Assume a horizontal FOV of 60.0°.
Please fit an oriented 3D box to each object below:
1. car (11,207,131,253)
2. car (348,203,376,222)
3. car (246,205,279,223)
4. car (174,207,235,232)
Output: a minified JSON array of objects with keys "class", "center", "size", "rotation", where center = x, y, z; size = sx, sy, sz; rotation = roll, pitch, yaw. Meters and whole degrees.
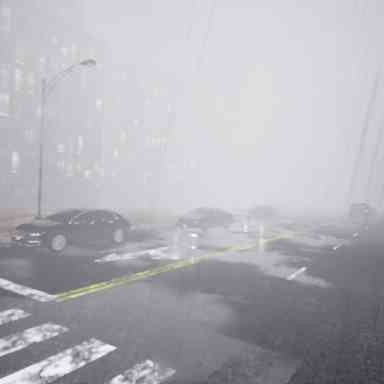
[{"class":"car","center":[-4.529,1.376,13.202],"size":[1.837,1.490,4.892],"rotation":[2,0,33]},{"class":"car","center":[19.934,2.336,39.269],"size":[2.150,2.045,5.566],"rotation":[2,0,33]},{"class":"car","center":[6.587,1.969,30.724],"size":[1.837,1.490,4.892],"rotation":[2,0,33]},{"class":"car","center":[1.011,1.715,21.948],"size":[2.033,1.411,5.357],"rotation":[2,0,32]}]
